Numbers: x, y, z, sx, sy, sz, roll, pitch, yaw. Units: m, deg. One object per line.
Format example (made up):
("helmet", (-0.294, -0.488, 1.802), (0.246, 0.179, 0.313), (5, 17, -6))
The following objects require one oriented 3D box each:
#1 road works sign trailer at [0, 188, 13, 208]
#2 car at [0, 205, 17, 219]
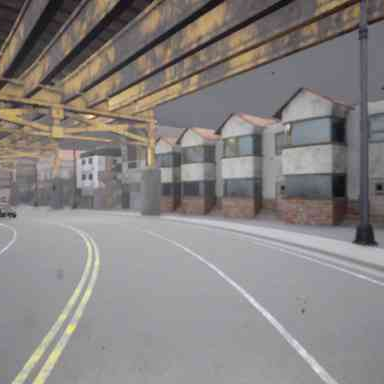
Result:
("road works sign trailer", (-28.679, 1.176, 50.309), (2.380, 3.560, 2.880), (-1, 0, -41))
("car", (-19.587, 2.024, 34.280), (2.033, 1.411, 5.357), (-1, 0, -41))
